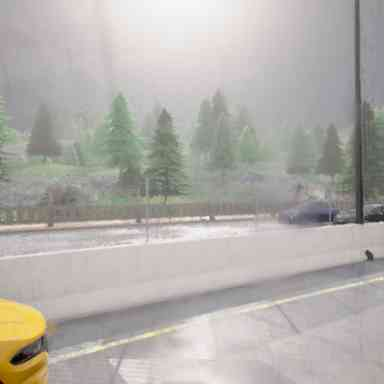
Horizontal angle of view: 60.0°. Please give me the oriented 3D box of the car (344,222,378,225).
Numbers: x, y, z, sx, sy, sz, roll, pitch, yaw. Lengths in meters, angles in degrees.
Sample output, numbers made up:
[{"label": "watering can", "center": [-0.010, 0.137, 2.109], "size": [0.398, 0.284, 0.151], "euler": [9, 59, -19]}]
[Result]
[{"label": "car", "center": [11.447, 1.572, 21.461], "size": [4.892, 1.490, 1.837], "euler": [0, -1, -22]}]

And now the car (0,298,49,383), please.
[{"label": "car", "center": [-3.824, 1.535, 2.614], "size": [5.008, 1.535, 1.882], "euler": [0, -1, -35]}]
